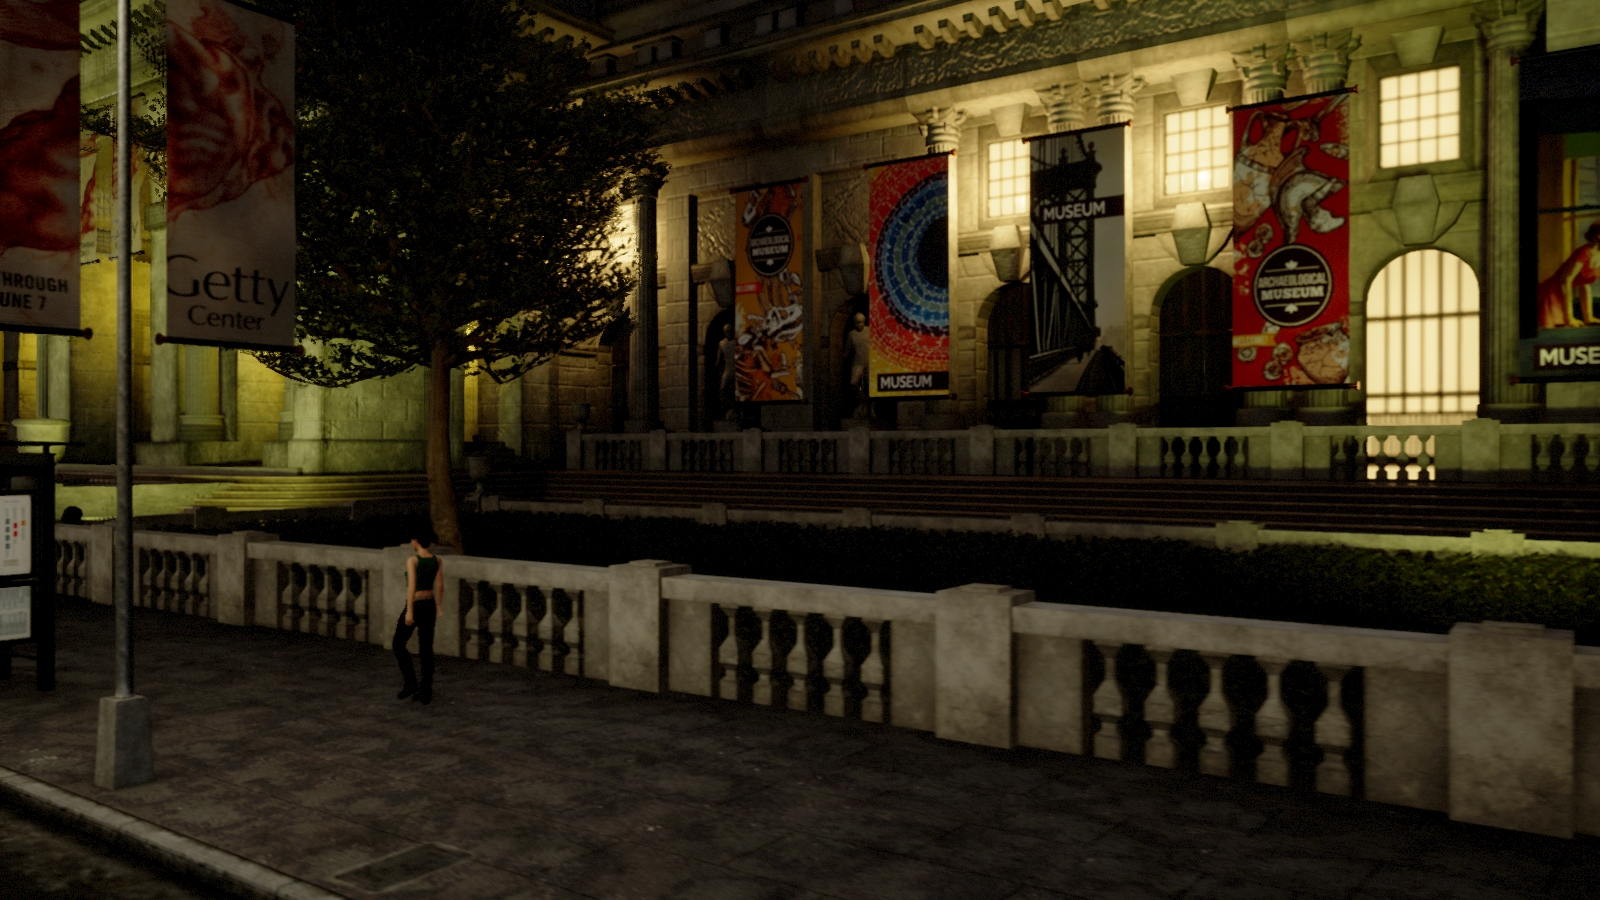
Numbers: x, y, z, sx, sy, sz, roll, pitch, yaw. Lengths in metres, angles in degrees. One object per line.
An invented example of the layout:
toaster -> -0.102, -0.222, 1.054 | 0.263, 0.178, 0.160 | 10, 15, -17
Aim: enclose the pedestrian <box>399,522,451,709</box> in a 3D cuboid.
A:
pedestrian -> -3.898, 1.697, 11.873 | 0.375, 1.860, 0.375 | 0, 0, 40
